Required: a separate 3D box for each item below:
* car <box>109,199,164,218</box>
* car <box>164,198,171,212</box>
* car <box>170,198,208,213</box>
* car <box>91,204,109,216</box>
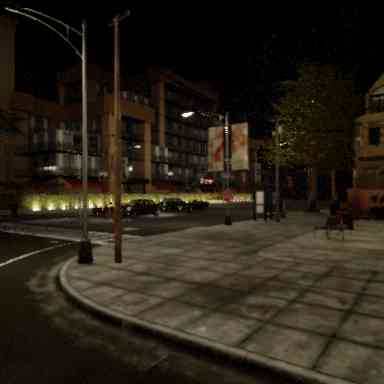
[{"bbox_3d":[-5.186,1.484,31.742,2.097,1.767,4.553,0,0,35],"label":"car"},{"bbox_3d":[-2.768,1.505,41.269,2.097,1.767,4.553,0,0,35],"label":"car"},{"bbox_3d":[0.070,1.624,39.219,2.128,1.511,4.902,0,0,35],"label":"car"},{"bbox_3d":[-7.889,1.753,33.985,1.895,1.301,4.718,0,0,35],"label":"car"}]
